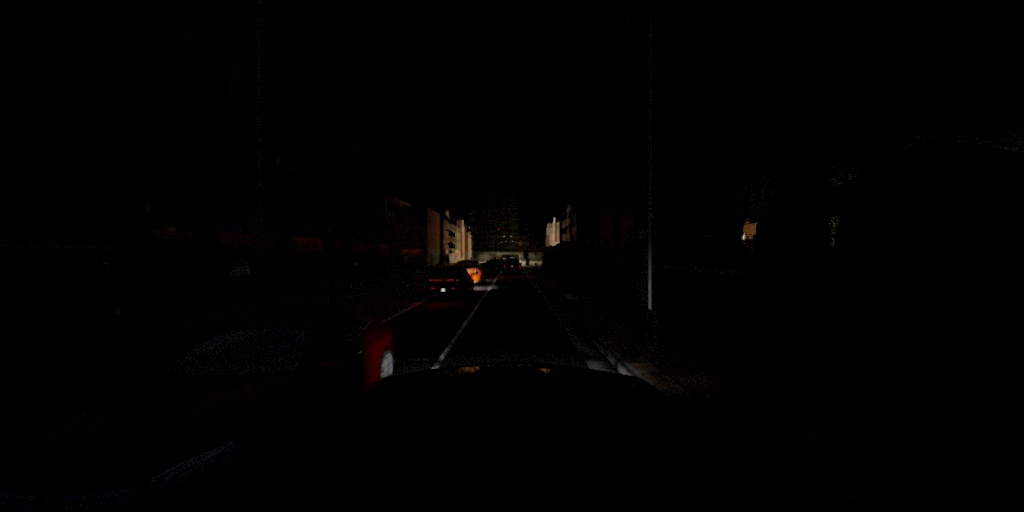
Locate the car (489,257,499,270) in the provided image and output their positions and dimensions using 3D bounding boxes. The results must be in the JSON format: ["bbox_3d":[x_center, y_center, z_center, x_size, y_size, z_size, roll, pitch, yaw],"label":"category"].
[{"bbox_3d":[-2.689,1.230,51.910,4.892,1.490,1.837,0,0,42],"label":"car"}]

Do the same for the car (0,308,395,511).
[{"bbox_3d":[-2.637,1.330,4.102,1.802,1.307,4.207,0,0,0],"label":"car"}]

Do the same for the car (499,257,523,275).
[{"bbox_3d":[0.056,1.078,38.575,2.097,1.767,4.553,0,0,1],"label":"car"}]

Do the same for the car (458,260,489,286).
[{"bbox_3d":[-2.987,1.084,25.120,2.097,1.767,4.553,0,0,0],"label":"car"}]

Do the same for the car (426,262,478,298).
[{"bbox_3d":[-3.020,1.241,18.150,1.837,1.490,4.892,0,0,0],"label":"car"}]
